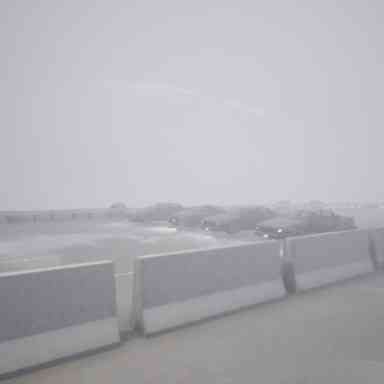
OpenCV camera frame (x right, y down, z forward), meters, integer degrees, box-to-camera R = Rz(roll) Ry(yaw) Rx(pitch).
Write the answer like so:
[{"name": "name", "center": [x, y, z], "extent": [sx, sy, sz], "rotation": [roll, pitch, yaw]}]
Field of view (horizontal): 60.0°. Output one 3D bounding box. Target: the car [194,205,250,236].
[{"name": "car", "center": [3.062, 1.488, 18.307], "extent": [5.357, 1.411, 2.033], "rotation": [0, 0, -31]}]

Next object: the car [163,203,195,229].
[{"name": "car", "center": [0.655, 1.492, 20.892], "extent": [4.181, 1.385, 1.994], "rotation": [0, 0, -30]}]

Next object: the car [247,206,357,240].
[{"name": "car", "center": [5.461, 1.500, 15.668], "extent": [5.357, 1.411, 2.033], "rotation": [0, 0, -31]}]

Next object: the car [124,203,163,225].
[{"name": "car", "center": [-2.008, 1.463, 23.417], "extent": [5.357, 1.411, 2.033], "rotation": [0, 0, -31]}]
